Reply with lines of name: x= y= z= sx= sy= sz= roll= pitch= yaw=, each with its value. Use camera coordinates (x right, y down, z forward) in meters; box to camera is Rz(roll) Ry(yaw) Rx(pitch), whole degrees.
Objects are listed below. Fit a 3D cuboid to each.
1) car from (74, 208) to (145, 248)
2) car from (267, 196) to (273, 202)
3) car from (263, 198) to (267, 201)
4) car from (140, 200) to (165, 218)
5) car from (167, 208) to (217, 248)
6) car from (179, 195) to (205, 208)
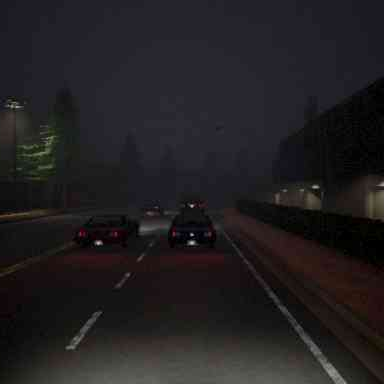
car: x=-3.500 y=1.616 z=14.680 sx=1.895 sy=1.301 sz=4.718 roll=0 pitch=0 yaw=0
car: x=20.426 y=1.221 z=74.814 sx=5.566 sy=2.045 sz=2.150 roll=0 pitch=0 yaw=-26
car: x=19.156 y=1.583 z=78.078 sx=4.718 sy=1.301 sz=1.895 roll=0 pitch=0 yaw=-26
car: x=-3.500 y=1.495 z=29.650 sx=2.128 sy=1.511 sz=4.902 roll=0 pitch=0 yaw=0
car: x=0.000 y=1.616 z=14.680 sx=1.895 sy=1.301 sz=4.718 roll=0 pitch=0 yaw=0
car: x=0.000 y=1.258 z=29.680 sx=2.150 sy=2.045 sz=5.566 roll=0 pitch=0 yaw=0
